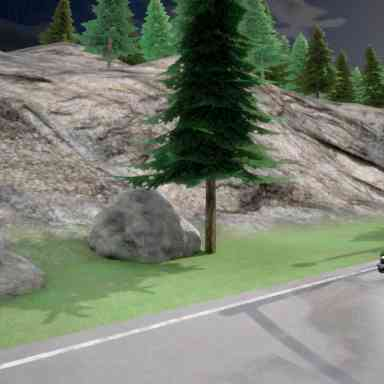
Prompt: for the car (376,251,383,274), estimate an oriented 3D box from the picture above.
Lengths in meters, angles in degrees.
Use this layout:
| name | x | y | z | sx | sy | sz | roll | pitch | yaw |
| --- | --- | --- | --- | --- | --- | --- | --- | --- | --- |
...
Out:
| name | x | y | z | sx | sy | sz | roll | pitch | yaw |
| --- | --- | --- | --- | --- | --- | --- | --- | --- | --- |
| car | 7.227 | 1.547 | 9.119 | 5.357 | 1.411 | 2.033 | 0 | 0 | -35 |
